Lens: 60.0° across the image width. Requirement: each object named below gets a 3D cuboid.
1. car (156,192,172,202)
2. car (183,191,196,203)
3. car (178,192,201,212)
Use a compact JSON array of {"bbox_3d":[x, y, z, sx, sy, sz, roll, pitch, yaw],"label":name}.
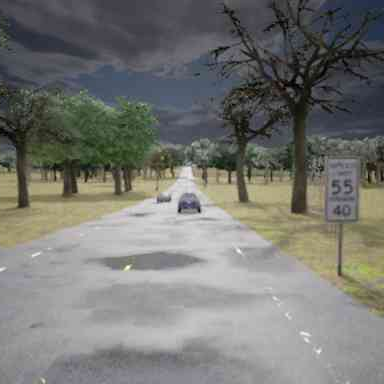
[{"bbox_3d":[-3.950,0.766,47.878,1.994,1.385,4.181,0,2,-1],"label":"car"},{"bbox_3d":[-0.384,0.653,48.057,1.812,1.442,4.674,0,2,0],"label":"car"},{"bbox_3d":[-0.251,0.893,31.574,2.097,1.767,4.553,0,1,0],"label":"car"}]
